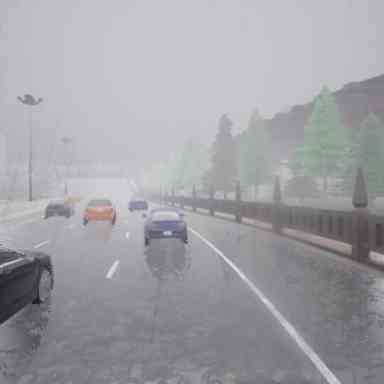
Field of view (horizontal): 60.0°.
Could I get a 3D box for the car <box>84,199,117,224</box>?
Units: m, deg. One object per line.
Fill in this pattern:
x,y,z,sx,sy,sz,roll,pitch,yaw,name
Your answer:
-6.555,1.265,24.043,2.097,1.767,4.553,0,0,-12,car

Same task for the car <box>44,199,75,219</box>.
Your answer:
-11.026,1.419,27.947,1.837,1.490,4.892,0,1,-13,car

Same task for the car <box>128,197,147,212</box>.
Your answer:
-6.052,1.329,37.176,1.882,1.535,5.008,0,1,-14,car

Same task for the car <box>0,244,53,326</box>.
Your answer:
-3.741,1.482,5.109,2.128,1.511,4.902,0,0,-3,car

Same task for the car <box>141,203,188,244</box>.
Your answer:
-1.315,1.459,15.452,1.812,1.442,4.674,0,0,-9,car
